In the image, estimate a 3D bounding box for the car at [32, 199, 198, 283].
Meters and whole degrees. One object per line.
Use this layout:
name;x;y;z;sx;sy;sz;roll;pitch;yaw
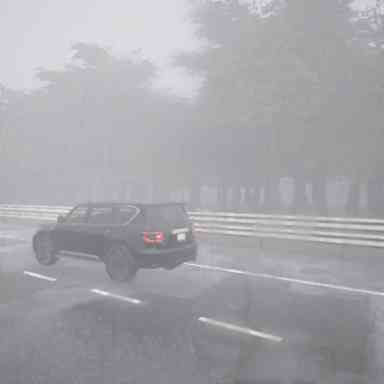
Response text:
car;-2.452;1.232;9.921;5.566;2.045;2.150;0;0;36
